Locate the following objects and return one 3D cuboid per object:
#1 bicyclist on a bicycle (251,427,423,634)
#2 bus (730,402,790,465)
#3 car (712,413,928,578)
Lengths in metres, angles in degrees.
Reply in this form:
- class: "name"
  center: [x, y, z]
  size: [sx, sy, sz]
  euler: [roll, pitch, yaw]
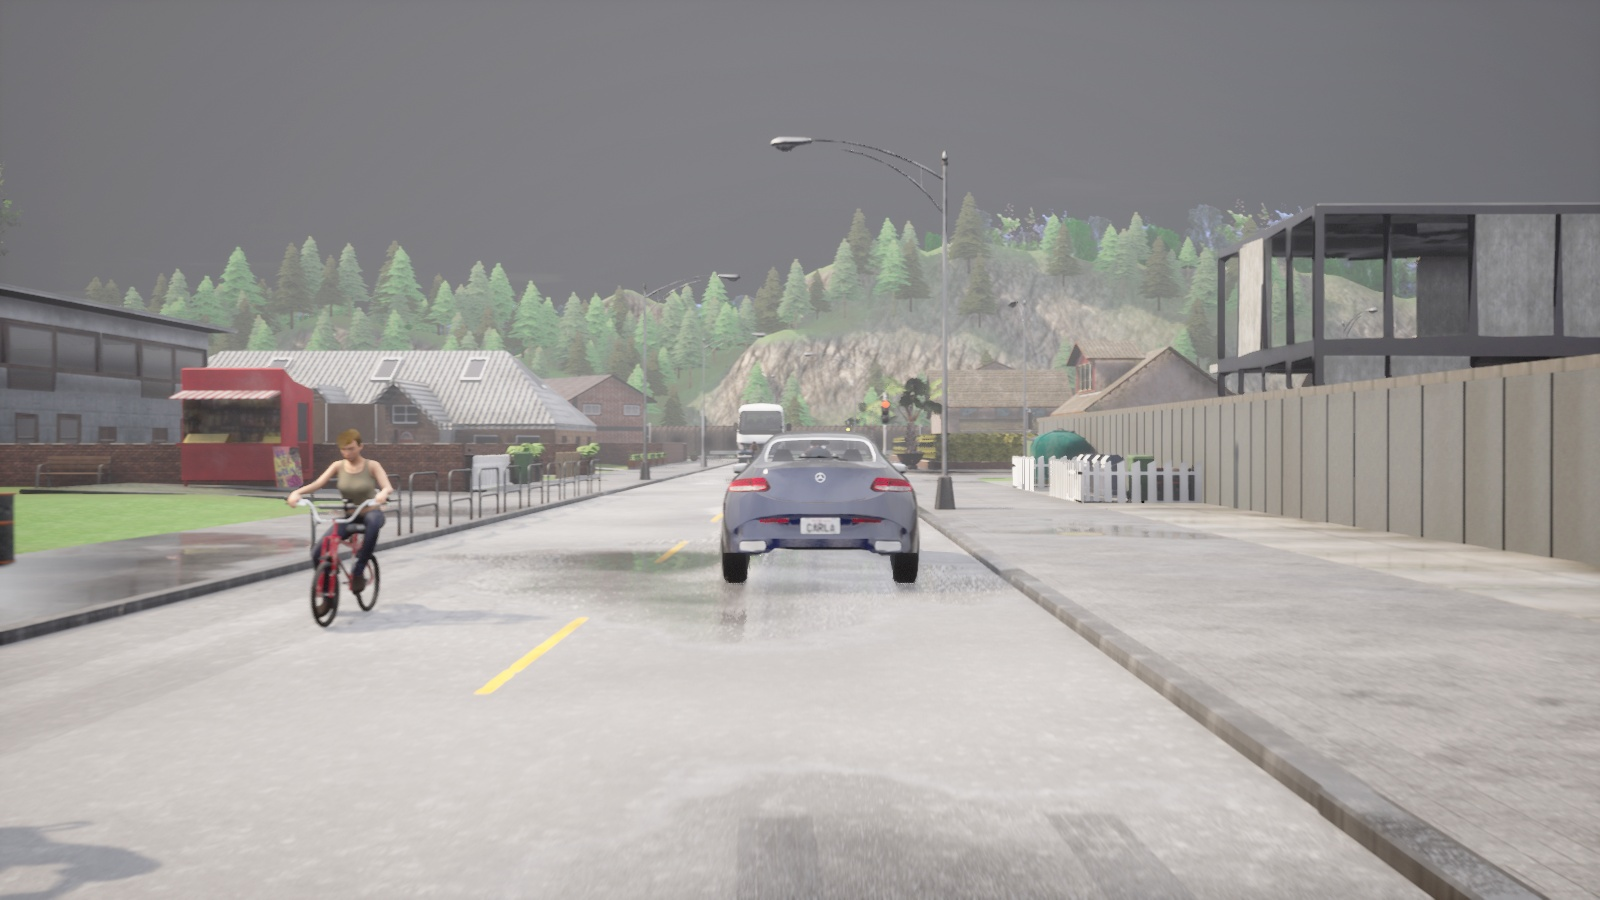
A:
- class: "bicyclist on a bicycle"
  center: [-3.832, 0.620, 10.531]
  size: [0.866, 1.612, 1.509]
  euler: [0, 0, 1]
- class: "bus"
  center: [-2.736, -1.137, 89.637]
  size: [3.944, 4.253, 10.273]
  euler: [0, 0, 0]
- class: "car"
  center: [0.231, 0.440, 15.062]
  size: [2.152, 1.651, 5.027]
  euler: [0, 0, 1]
